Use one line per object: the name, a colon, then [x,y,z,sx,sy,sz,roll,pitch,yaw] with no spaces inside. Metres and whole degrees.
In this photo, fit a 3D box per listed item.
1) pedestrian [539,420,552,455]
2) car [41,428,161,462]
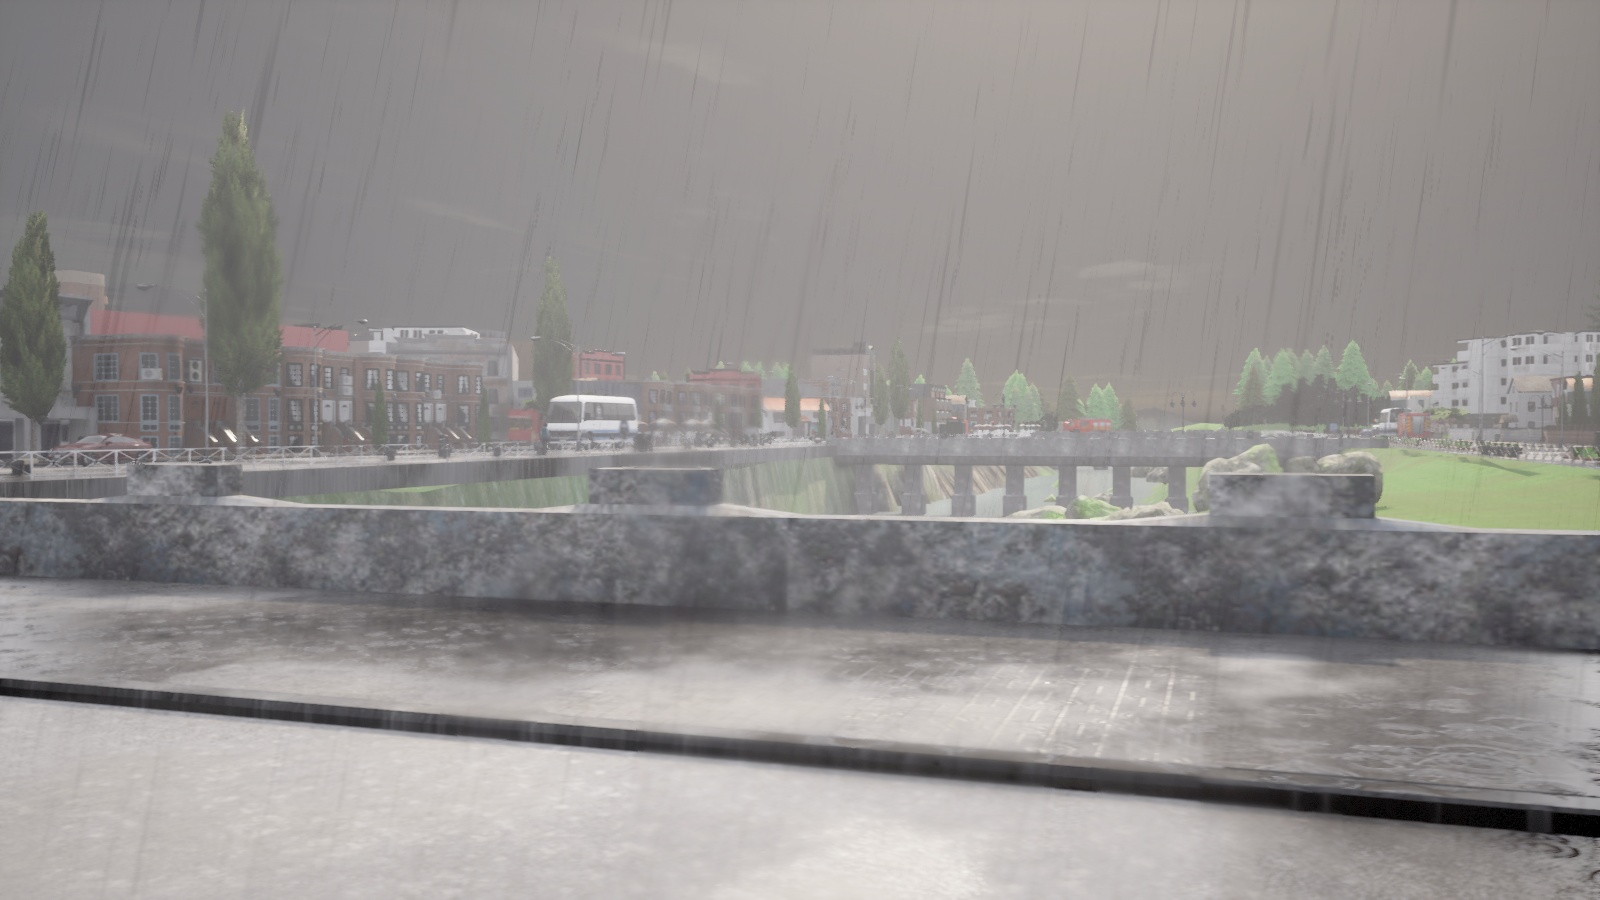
pedestrian: [-14.321,-0.716,70.587,0.396,1.930,0.692,1,1,23]
car: [-31.033,-0.248,55.899,1.812,1.442,4.674,1,1,19]
